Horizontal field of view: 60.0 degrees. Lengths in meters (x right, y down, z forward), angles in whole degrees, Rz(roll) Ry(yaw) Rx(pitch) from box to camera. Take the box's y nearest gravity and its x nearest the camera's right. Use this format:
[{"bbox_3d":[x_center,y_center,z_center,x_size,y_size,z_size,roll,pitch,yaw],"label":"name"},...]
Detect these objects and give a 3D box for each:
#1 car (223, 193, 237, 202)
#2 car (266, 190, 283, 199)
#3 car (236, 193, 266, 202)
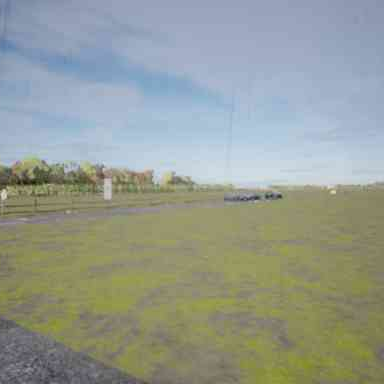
[{"bbox_3d":[7.057,0.821,54.380,2.033,1.411,5.357,-1,0,36],"label":"car"},{"bbox_3d":[14.967,0.429,60.762,2.097,1.767,4.553,-1,0,35],"label":"car"},{"bbox_3d":[9.420,0.834,52.793,1.895,1.301,4.718,-1,0,36],"label":"car"}]
